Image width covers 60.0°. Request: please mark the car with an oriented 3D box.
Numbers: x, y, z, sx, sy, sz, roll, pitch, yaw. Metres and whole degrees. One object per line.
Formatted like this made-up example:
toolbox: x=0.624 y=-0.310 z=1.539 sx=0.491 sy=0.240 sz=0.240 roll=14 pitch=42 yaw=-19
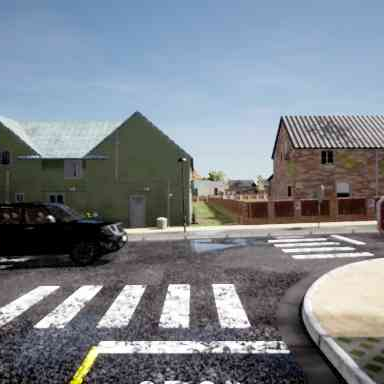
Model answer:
car: x=-5.064 y=1.343 z=11.204 sx=5.566 sy=2.045 sz=2.150 roll=-3 pitch=-1 yaw=0
